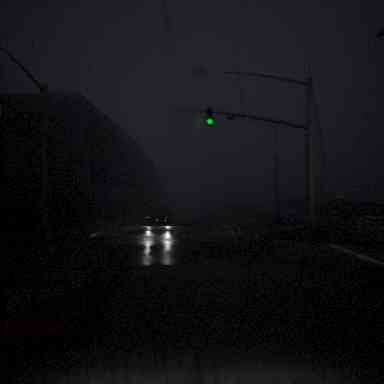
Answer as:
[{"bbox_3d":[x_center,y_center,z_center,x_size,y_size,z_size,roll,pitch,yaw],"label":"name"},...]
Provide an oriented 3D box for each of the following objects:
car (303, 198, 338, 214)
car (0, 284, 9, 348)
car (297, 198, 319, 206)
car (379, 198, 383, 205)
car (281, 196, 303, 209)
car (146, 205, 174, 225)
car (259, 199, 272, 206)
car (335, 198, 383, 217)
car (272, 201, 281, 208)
[{"bbox_3d":[15.380,1.514,36.486,5.027,1.636,2.152,0,-1,2],"label":"car"},{"bbox_3d":[-3.367,1.530,2.364,2.128,1.511,4.902,-1,0,2],"label":"car"},{"bbox_3d":[23.504,2.070,67.545,3.806,1.475,1.970,0,-1,2],"label":"car"},{"bbox_3d":[42.201,1.929,69.953,4.514,1.523,2.007,0,-1,2],"label":"car"},{"bbox_3d":[15.780,1.591,49.274,3.866,1.878,1.905,0,-1,2],"label":"car"},{"bbox_3d":[-2.578,1.858,27.374,1.837,1.490,4.892,0,0,2],"label":"car"},{"bbox_3d":[16.180,2.148,70.756,3.633,1.501,1.845,0,-1,2],"label":"car"},{"bbox_3d":[15.503,1.513,30.061,3.806,1.475,1.970,0,-1,2],"label":"car"},{"bbox_3d":[15.459,1.649,52.190,4.605,1.855,1.932,0,-1,2],"label":"car"}]
